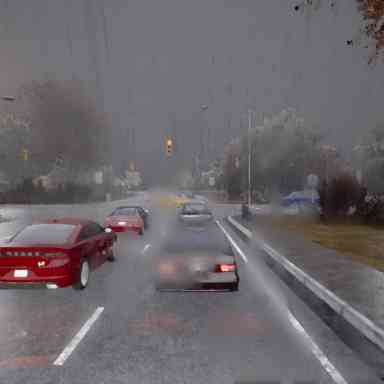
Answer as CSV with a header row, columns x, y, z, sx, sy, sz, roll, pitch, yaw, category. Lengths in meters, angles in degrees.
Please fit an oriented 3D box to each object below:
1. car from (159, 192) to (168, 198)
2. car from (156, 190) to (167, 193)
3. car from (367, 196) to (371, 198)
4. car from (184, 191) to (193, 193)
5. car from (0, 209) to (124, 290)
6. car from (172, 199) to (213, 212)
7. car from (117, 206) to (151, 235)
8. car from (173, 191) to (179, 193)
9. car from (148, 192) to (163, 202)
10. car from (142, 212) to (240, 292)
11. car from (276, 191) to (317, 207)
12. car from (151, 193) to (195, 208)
x,y,z,sx,sy,sz,roll,pitch,yaw,category
-7.565,0.664,89.097,2.128,1.511,4.902,0,1,-3,car
-6.998,0.601,73.580,2.150,2.045,5.566,0,1,0,car
24.114,1.217,43.817,5.357,1.411,2.033,0,1,-3,car
-0.394,0.715,86.243,2.128,1.511,4.902,0,1,-4,car
-3.388,1.445,9.060,1.882,1.535,5.008,0,0,0,car
0.150,1.380,18.676,2.128,1.511,4.902,0,0,-1,car
-3.379,1.458,18.047,1.994,1.385,4.181,0,0,0,car
-3.895,0.787,86.161,1.895,1.301,4.718,0,1,-4,car
-7.006,1.113,61.313,1.895,1.301,4.718,0,1,0,car
0.110,1.516,8.984,2.033,1.411,5.357,0,0,0,car
13.813,0.896,43.245,5.566,2.045,2.150,0,1,-4,car
-2.306,1.185,39.468,1.882,1.535,5.008,-2,1,-43,car
